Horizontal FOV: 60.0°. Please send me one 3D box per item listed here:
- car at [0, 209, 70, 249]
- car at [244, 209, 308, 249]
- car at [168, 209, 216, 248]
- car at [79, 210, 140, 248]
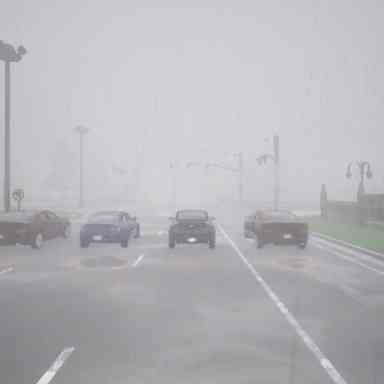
[{"bbox_3d":[-7.000,1.482,14.650,1.882,1.535,5.008,0,0,0],"label":"car"},{"bbox_3d":[3.500,1.482,14.650,1.882,1.535,5.008,0,0,0],"label":"car"},{"bbox_3d":[0.000,1.513,14.650,1.837,1.490,4.892,0,0,0],"label":"car"},{"bbox_3d":[-3.500,1.530,14.650,1.812,1.442,4.674,0,0,0],"label":"car"}]
